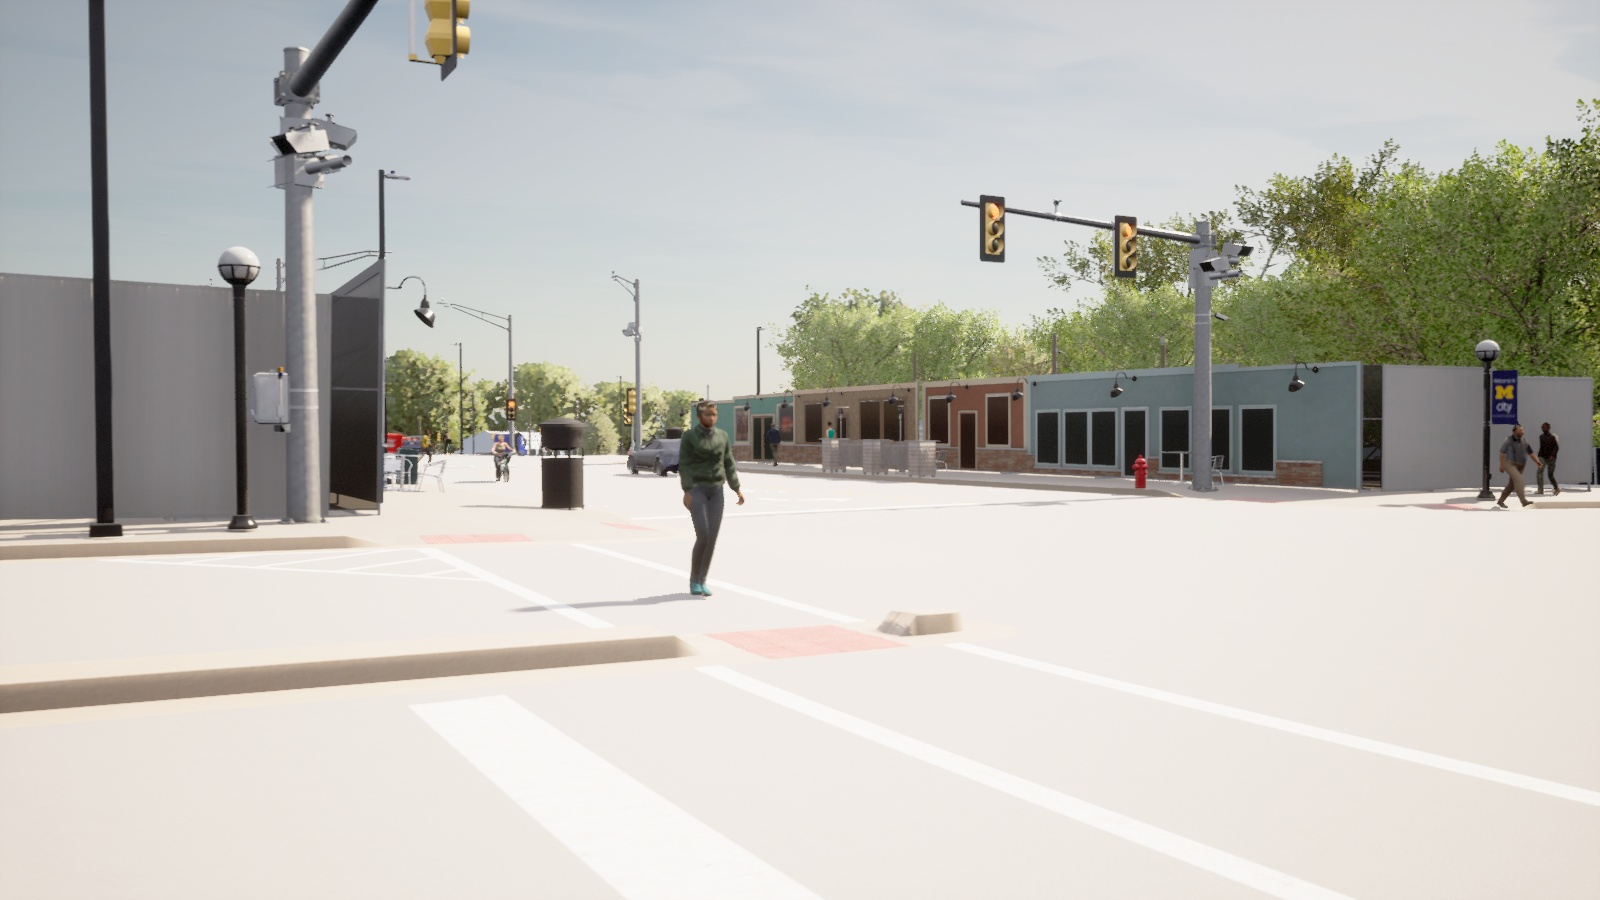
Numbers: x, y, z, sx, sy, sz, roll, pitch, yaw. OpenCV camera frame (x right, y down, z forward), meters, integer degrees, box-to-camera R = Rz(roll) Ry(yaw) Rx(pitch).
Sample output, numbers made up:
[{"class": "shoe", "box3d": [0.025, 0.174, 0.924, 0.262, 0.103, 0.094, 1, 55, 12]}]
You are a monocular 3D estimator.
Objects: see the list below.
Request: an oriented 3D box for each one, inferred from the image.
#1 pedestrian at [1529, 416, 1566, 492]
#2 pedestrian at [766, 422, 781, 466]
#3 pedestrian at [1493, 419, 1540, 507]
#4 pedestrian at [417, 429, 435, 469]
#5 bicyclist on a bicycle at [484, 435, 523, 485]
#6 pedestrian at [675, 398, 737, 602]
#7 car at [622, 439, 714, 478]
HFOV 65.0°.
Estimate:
[{"class": "pedestrian", "box3d": [18.143, 0.090, 30.484, 0.703, 1.840, 0.431, -1, 2, -25]}, {"class": "pedestrian", "box3d": [-1.116, -0.253, 53.323, 0.402, 1.842, 0.726, -1, 1, -19]}, {"class": "pedestrian", "box3d": [15.174, 0.263, 26.600, 0.540, 1.848, 0.694, -1, 1, -13]}, {"class": "pedestrian", "box3d": [-17.475, -0.043, 58.663, 0.709, 1.840, 0.431, -1, 2, -26]}, {"class": "bicyclist on a bicycle", "box3d": [-9.957, 0.323, 42.080, 0.866, 1.612, 1.509, -1, 1, -29]}, {"class": "pedestrian", "box3d": [-0.878, 0.446, 11.679, 0.353, 1.847, 0.614, -1, 2, -27]}, {"class": "car", "box3d": [-5.046, 0.292, 47.687, 1.994, 1.385, 4.181, -1, 1, -29]}]
